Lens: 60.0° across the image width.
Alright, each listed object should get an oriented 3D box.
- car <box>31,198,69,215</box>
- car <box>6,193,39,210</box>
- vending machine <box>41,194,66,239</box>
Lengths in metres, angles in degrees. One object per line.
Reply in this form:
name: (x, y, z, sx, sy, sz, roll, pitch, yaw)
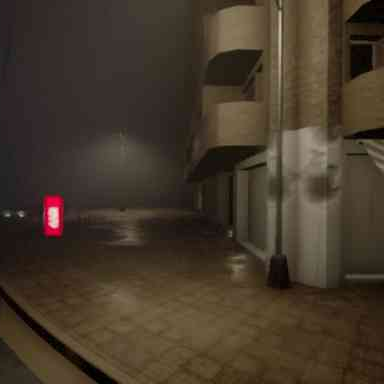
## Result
car: (-13.659, 1.532, 32.752, 1.895, 1.301, 4.718, 1, 0, -3)
car: (-21.177, 1.206, 41.970, 2.150, 2.045, 5.566, 1, 0, -2)
vending machine: (-6.802, 1.163, 16.394, 1.100, 2.100, 0.880, 1, 0, -20)
